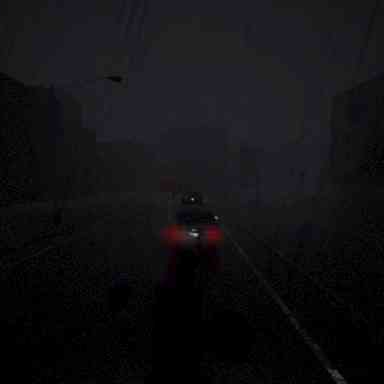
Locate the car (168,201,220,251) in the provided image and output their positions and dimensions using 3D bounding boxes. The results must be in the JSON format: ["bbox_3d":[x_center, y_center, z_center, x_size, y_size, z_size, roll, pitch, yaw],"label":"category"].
[{"bbox_3d":[0.072,1.344,13.094,2.033,1.411,5.357,0,2,0],"label":"car"}]

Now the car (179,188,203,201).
[{"bbox_3d":[0.057,0.502,32.341,1.994,1.385,4.181,0,3,0],"label":"car"}]

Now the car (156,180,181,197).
[{"bbox_3d":[-3.022,-0.545,44.606,2.150,2.045,5.566,0,3,12],"label":"car"}]
